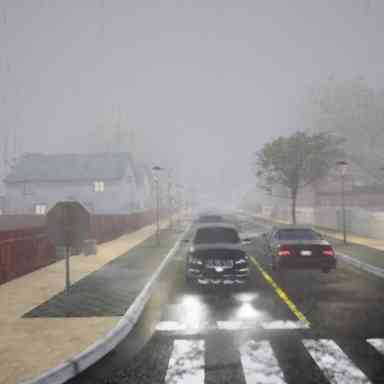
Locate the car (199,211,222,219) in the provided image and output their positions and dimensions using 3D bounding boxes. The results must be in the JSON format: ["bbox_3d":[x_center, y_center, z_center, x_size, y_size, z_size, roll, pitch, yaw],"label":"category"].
[{"bbox_3d":[1.238,2.169,21.461,1.882,1.535,5.008,-1,-2,2],"label":"car"}]

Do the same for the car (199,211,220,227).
[{"bbox_3d":[1.737,2.628,33.184,1.994,1.385,4.181,-1,-2,3],"label":"car"}]

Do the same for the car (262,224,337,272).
[{"bbox_3d":[3.638,1.872,12.011,2.033,1.411,5.357,-2,-2,8],"label":"car"}]

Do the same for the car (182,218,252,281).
[{"bbox_3d":[0.815,1.868,11.162,1.837,1.490,4.892,-1,-2,2],"label":"car"}]
